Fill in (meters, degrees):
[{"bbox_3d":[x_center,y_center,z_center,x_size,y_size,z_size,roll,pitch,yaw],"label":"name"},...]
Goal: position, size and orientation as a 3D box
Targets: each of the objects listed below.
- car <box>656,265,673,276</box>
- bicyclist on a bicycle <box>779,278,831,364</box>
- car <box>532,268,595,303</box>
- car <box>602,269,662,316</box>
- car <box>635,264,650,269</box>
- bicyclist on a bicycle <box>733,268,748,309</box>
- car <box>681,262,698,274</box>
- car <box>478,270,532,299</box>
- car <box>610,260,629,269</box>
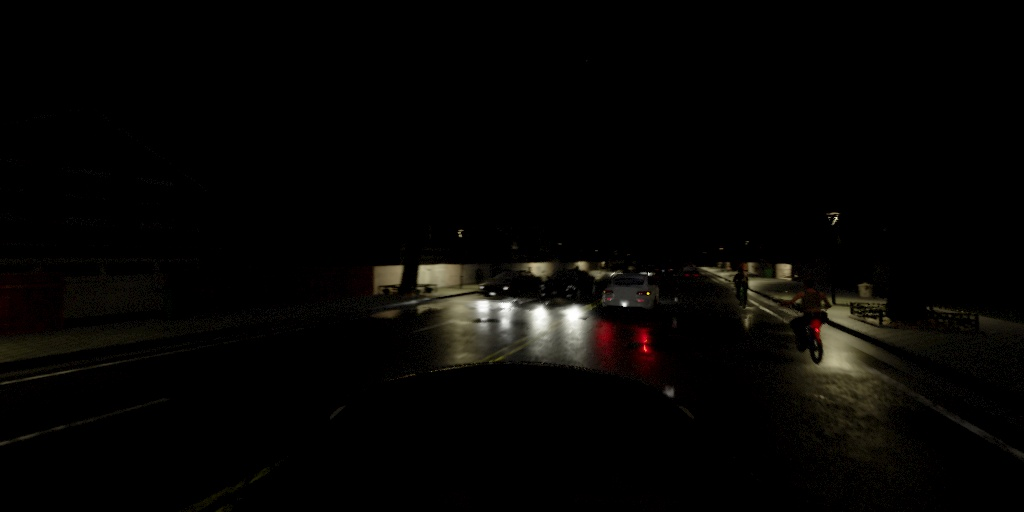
[{"bbox_3d":[18.913,1.780,44.665,1.994,1.385,4.181,0,-1,25],"label":"car"},{"bbox_3d":[5.970,1.241,7.237,0.866,1.612,1.509,0,-1,25],"label":"bicyclist on a bicycle"},{"bbox_3d":[2.967,1.415,18.492,1.882,1.535,5.008,0,-1,25],"label":"car"},{"bbox_3d":[4.773,1.412,14.214,1.812,1.442,4.674,0,-1,25],"label":"car"},{"bbox_3d":[20.037,1.906,55.167,1.994,1.385,4.181,0,-1,25],"label":"car"},{"bbox_3d":[9.585,1.341,14.976,0.582,1.620,1.656,0,-1,25],"label":"bicyclist on a bicycle"},{"bbox_3d":[26.521,1.915,53.347,1.895,1.301,4.718,0,-1,25],"label":"car"},{"bbox_3d":[0.141,1.507,20.150,2.033,1.411,5.357,0,-1,25],"label":"car"},{"bbox_3d":[16.973,1.581,56.281,2.150,2.045,5.566,0,-1,26],"label":"car"}]
